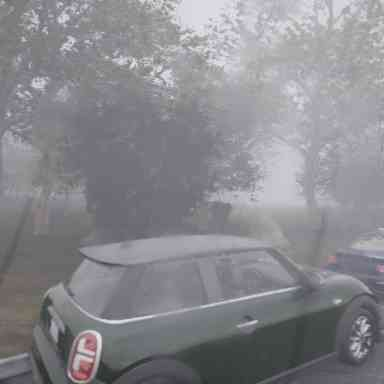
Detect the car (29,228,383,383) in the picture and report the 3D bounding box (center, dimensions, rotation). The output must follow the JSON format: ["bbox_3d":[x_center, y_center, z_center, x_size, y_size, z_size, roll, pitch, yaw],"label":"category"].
[{"bbox_3d":[0.451,1.362,4.380,4.553,1.767,2.185,0,0,-33],"label":"car"}]
